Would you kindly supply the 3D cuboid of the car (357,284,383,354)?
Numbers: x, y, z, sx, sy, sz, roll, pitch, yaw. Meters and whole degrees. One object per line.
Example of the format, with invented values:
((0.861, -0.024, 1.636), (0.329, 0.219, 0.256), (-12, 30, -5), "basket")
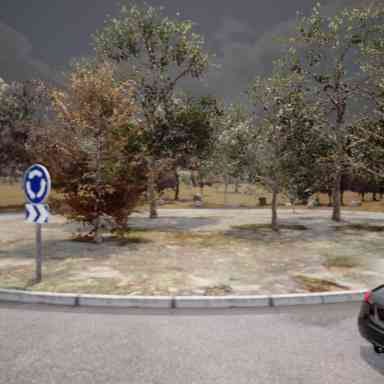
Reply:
((4.451, 1.568, 4.497), (4.181, 1.385, 1.994), (0, 0, -17), "car")
